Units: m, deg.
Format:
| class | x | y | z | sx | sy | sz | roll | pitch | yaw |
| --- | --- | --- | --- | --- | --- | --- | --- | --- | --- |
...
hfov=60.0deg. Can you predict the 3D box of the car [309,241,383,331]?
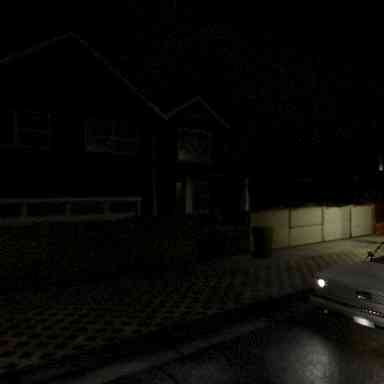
| class | x | y | z | sx | sy | sz | roll | pitch | yaw |
| --- | --- | --- | --- | --- | --- | --- | --- | --- | --- |
| car | 4.290 | 1.569 | 6.129 | 4.718 | 1.301 | 1.895 | 0 | 0 | -35 |
